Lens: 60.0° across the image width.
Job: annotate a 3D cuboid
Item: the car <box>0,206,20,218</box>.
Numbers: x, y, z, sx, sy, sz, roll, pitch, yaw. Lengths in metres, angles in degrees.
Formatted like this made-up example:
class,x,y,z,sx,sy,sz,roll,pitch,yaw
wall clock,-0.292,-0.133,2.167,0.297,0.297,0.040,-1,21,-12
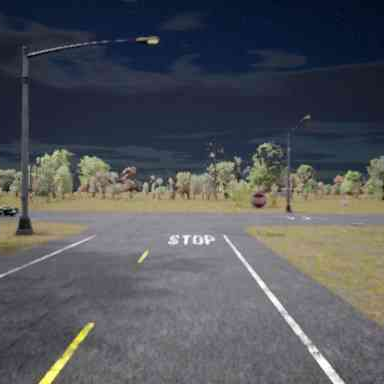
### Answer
class,x,y,z,sx,sy,sz,roll,pitch,yaw
car,-18.478,1.674,30.546,4.718,1.301,1.895,1,0,0
